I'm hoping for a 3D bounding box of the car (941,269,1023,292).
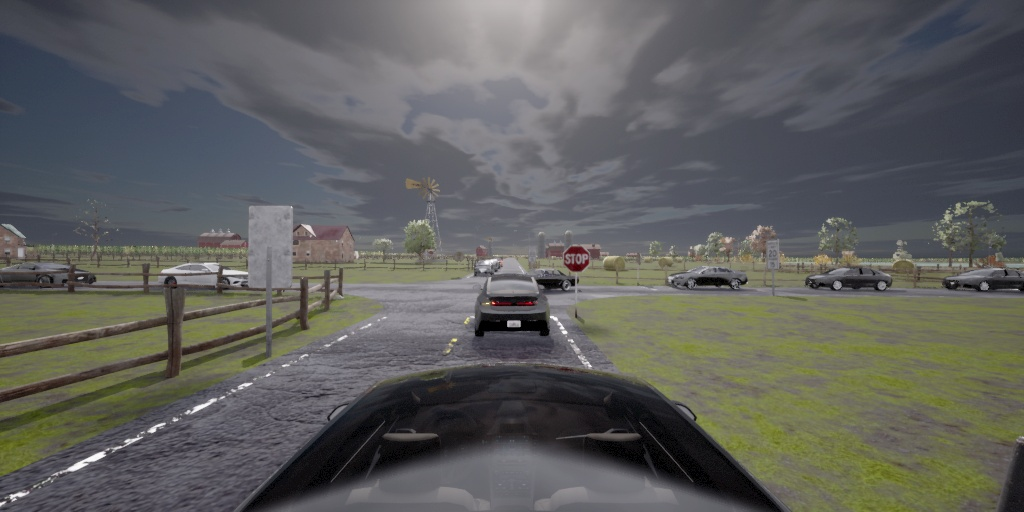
[{"bbox_3d":[31.721,1.586,23.895,4.892,1.490,1.837,0,-1,-1],"label":"car"}]

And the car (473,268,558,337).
[{"bbox_3d":[-0.065,1.256,10.359,1.837,1.490,4.892,0,0,-3],"label":"car"}]

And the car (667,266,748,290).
[{"bbox_3d":[12.819,1.397,23.621,4.902,1.511,2.128,1,-1,-2],"label":"car"}]

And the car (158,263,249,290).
[{"bbox_3d":[-17.226,1.104,20.331,4.674,1.442,1.812,1,-1,-1],"label":"car"}]

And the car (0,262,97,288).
[{"bbox_3d":[-26.346,1.048,20.218,4.181,1.385,1.994,1,-1,-1],"label":"car"}]

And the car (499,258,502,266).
[{"bbox_3d":[-2.810,1.242,46.494,2.128,1.511,4.902,0,0,0],"label":"car"}]

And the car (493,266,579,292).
[{"bbox_3d":[1.517,1.369,20.403,4.718,1.301,1.895,1,0,-35],"label":"car"}]

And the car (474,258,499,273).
[{"bbox_3d":[-2.826,1.243,37.048,2.128,1.511,4.902,0,0,0],"label":"car"}]

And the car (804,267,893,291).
[{"bbox_3d":[22.220,1.500,23.783,4.892,1.490,1.837,1,-1,-1],"label":"car"}]
